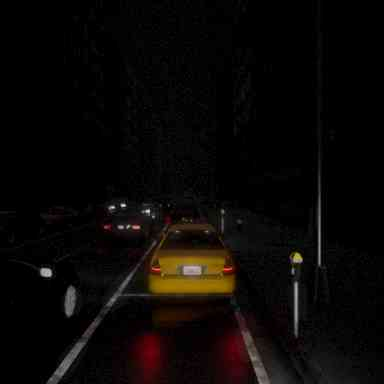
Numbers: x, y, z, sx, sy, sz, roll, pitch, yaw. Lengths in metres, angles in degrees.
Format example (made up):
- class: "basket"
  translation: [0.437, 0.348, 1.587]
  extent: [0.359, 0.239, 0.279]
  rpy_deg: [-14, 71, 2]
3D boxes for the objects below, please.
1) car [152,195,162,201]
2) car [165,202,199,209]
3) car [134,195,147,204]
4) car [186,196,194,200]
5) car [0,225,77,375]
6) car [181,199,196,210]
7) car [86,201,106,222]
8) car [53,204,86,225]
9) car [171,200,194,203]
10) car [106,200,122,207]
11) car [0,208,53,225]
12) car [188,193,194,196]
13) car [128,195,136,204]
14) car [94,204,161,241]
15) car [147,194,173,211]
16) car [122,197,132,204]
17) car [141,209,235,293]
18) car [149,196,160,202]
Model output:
- class: "car"
  translation: [-8.408, 1.510, 79.763]
  extent: [1.887, 1.381, 4.507]
  rpy_deg: [0, 0, 0]
- class: "car"
  translation: [-0.383, 1.566, 20.772]
  extent: [1.947, 1.339, 4.313]
  rpy_deg: [0, 0, 0]
- class: "car"
  translation: [-5.813, 1.482, 43.654]
  extent: [2.128, 1.511, 4.902]
  rpy_deg: [0, 0, 0]
- class: "car"
  translation: [-0.383, 1.519, 37.181]
  extent: [1.752, 1.417, 4.829]
  rpy_deg: [0, 0, 0]
- class: "car"
  translation: [-3.018, 1.478, 4.106]
  extent: [1.882, 1.535, 5.008]
  rpy_deg: [0, 0, 0]
- class: "car"
  translation: [-0.383, 1.573, 42.423]
  extent: [1.802, 1.307, 4.206]
  rpy_deg: [0, 0, 0]
- class: "car"
  translation: [-8.408, 1.581, 26.194]
  extent: [1.802, 1.307, 4.206]
  rpy_deg: [0, 0, 0]
- class: "car"
  translation: [-8.408, 1.525, 20.611]
  extent: [1.752, 1.417, 4.829]
  rpy_deg: [0, 0, 0]
- class: "car"
  translation: [-0.383, 1.565, 26.185]
  extent: [1.947, 1.339, 4.313]
  rpy_deg: [0, 0, 0]
- class: "car"
  translation: [-8.408, 1.548, 31.607]
  extent: [2.008, 1.369, 4.403]
  rpy_deg: [0, 0, 0]
- class: "car"
  translation: [-8.408, 1.566, 15.368]
  extent: [1.947, 1.339, 4.313]
  rpy_deg: [0, 0, 0]
- class: "car"
  translation: [-0.382, 1.396, 90.663]
  extent: [1.967, 1.590, 4.097]
  rpy_deg: [0, 0, 0]
- class: "car"
  translation: [-8.408, 1.302, 47.845]
  extent: [2.192, 1.841, 5.009]
  rpy_deg: [0, 0, 0]
- class: "car"
  translation: [-2.998, 1.547, 16.674]
  extent: [2.033, 1.411, 5.357]
  rpy_deg: [0, 0, 0]
- class: "car"
  translation: [-2.975, 1.347, 33.760]
  extent: [2.097, 1.767, 4.553]
  rpy_deg: [0, 0, 1]
- class: "car"
  translation: [-8.408, 1.545, 37.020]
  extent: [2.008, 1.369, 4.403]
  rpy_deg: [0, 0, 0]
- class: "car"
  translation: [0.004, 1.457, 8.840]
  extent: [1.801, 1.575, 5.366]
  rpy_deg: [0, 0, 0]
- class: "car"
  translation: [-8.408, 1.521, 74.308]
  extent: [2.008, 1.369, 4.403]
  rpy_deg: [0, 0, 0]
